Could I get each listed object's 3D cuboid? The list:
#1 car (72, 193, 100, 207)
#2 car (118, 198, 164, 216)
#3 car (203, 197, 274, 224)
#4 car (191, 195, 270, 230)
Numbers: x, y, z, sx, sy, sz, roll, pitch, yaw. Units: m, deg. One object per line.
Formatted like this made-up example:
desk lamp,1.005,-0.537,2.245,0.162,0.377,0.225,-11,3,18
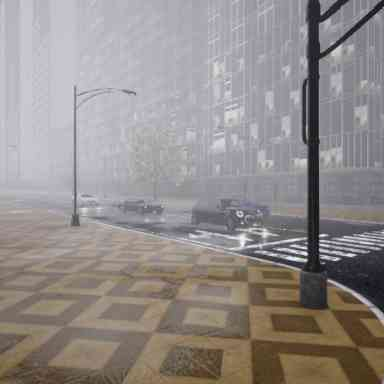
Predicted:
car,-11.740,0.873,36.635,1.812,1.442,4.674,0,1,-38
car,-4.212,1.171,27.044,1.895,1.301,4.718,0,1,-38
car,3.101,1.180,23.340,1.882,1.535,5.008,0,1,-38
car,1.945,1.104,19.239,2.097,1.767,4.553,0,1,-38
